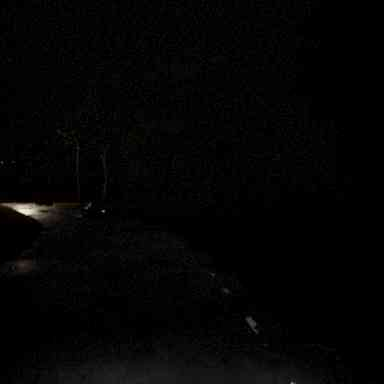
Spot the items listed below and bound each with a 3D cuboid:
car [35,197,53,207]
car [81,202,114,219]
[{"bbox_3d":[-22.793,1.499,51.207,2.033,1.411,5.357,0,0,-33],"label":"car"},{"bbox_3d":[-8.182,1.528,28.576,1.994,1.385,4.181,0,0,-31],"label":"car"}]
